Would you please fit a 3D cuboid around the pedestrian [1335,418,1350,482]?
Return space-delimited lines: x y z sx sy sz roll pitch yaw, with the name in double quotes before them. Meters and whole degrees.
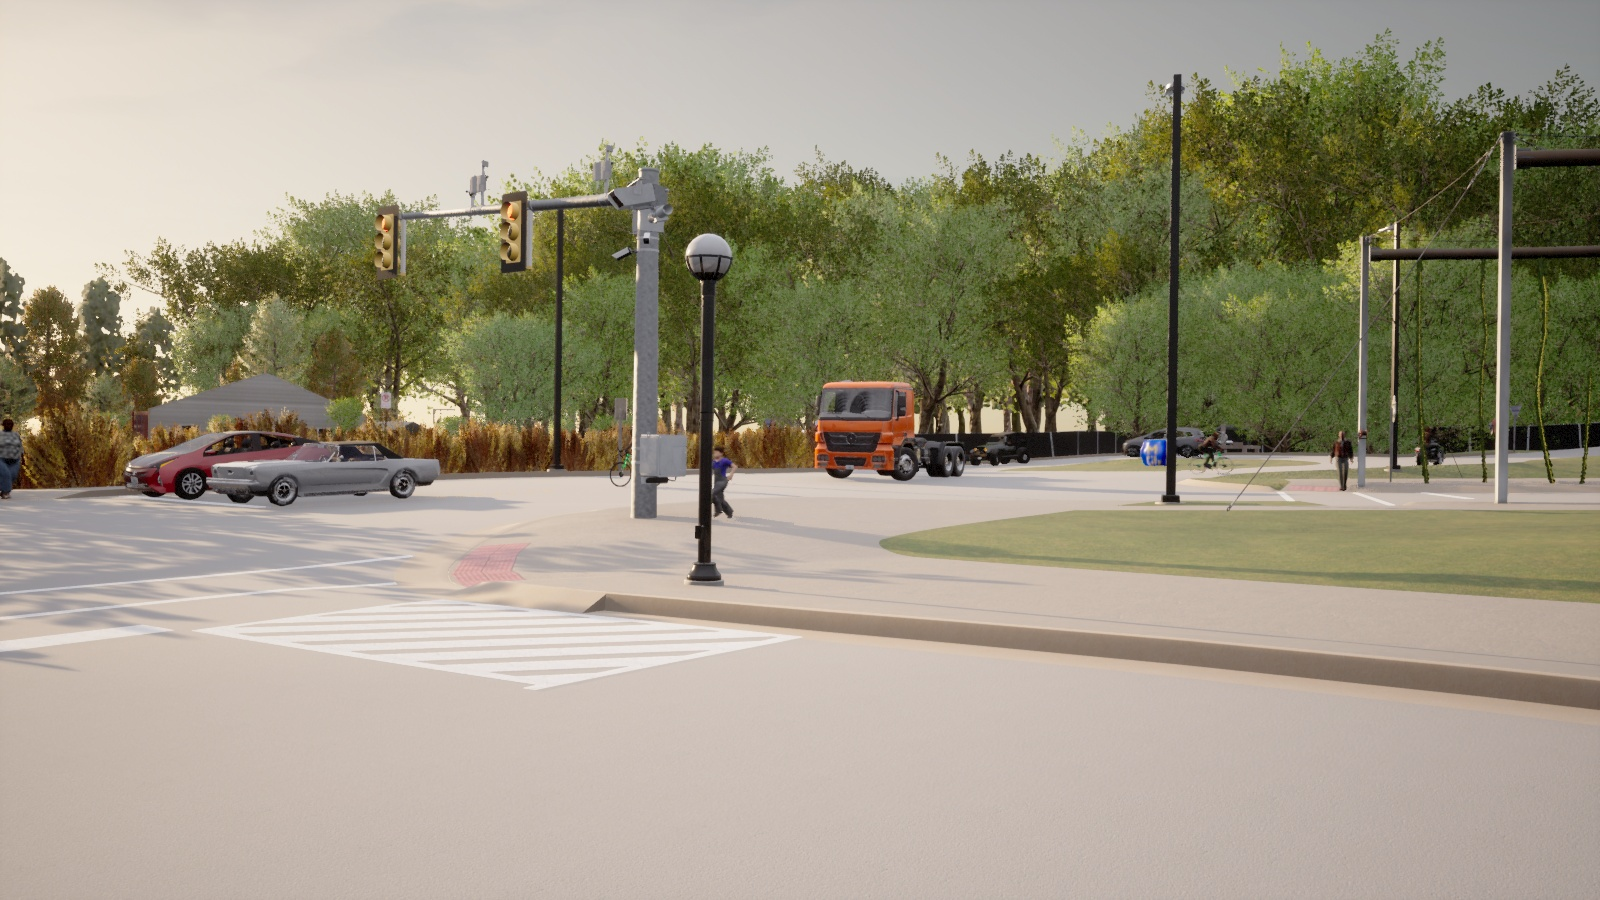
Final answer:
"pedestrian" 15.935 -0.009 36.885 0.376 1.854 0.720 0 0 24

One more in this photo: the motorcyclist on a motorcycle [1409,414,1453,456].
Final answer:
"motorcyclist on a motorcycle" 25.638 -0.604 51.006 2.350 1.649 0.766 -2 1 -41

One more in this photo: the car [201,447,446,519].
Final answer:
"car" -10.370 0.656 27.668 1.895 1.301 4.718 0 2 37

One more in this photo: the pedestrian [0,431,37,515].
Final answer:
"pedestrian" -17.896 0.504 28.326 0.900 1.855 0.874 0 0 33

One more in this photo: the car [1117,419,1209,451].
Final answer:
"car" 20.364 -0.846 70.435 4.611 1.667 2.242 -1 2 27

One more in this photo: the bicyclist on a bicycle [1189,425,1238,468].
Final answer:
"bicyclist on a bicycle" 15.846 -0.138 48.154 1.656 1.620 0.582 -1 -1 7

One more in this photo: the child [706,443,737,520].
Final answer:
"child" -1.290 0.510 20.662 0.437 1.263 0.270 0 0 -45

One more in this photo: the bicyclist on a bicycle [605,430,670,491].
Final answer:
"bicyclist on a bicycle" -4.404 0.283 34.001 1.656 1.620 0.582 0 1 -33

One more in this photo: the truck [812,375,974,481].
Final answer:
"truck" 3.541 -0.790 45.304 2.891 3.462 7.936 0 1 28

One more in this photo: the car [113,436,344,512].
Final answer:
"car" -13.417 0.513 29.721 2.007 1.525 4.514 0 2 37

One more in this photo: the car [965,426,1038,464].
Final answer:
"car" 11.670 -0.287 72.738 3.866 1.878 1.905 -5 1 -36
